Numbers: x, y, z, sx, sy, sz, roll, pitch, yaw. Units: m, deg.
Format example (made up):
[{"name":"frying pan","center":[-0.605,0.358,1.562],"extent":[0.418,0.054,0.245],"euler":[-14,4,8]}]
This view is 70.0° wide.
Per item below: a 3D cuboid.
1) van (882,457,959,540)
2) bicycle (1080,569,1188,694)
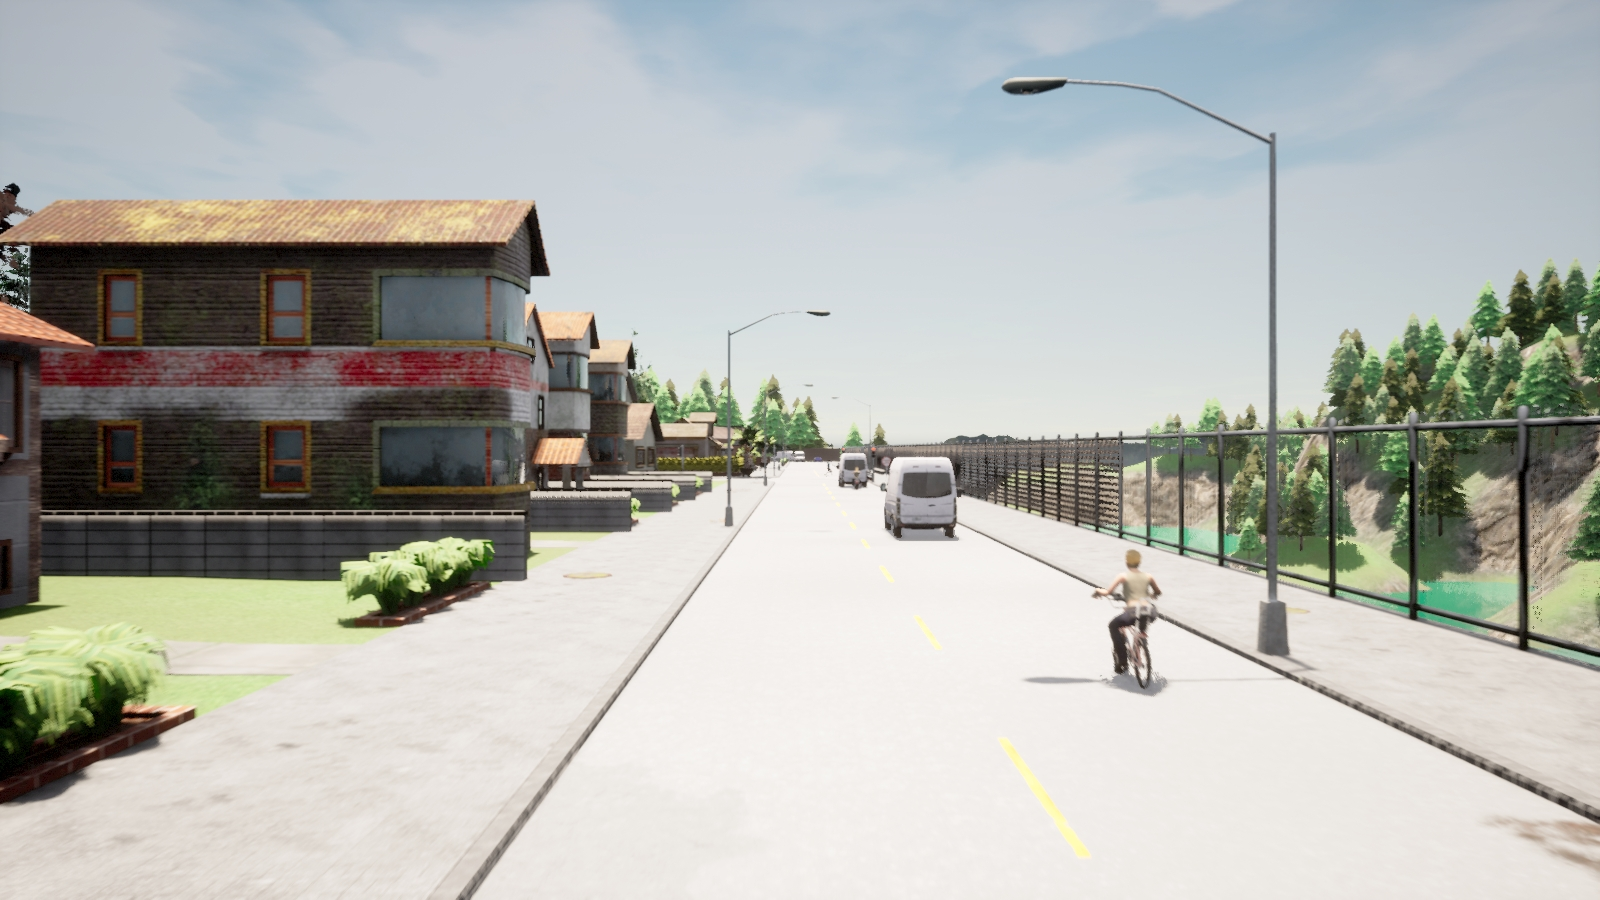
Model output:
[{"name":"van","center":[3.988,1.534,38.816],"extent":[1.988,2.561,5.915],"euler":[0,0,0]},{"name":"bicycle","center":[4.012,2.158,13.847],"extent":[0.859,1.276,1.487],"euler":[0,0,0]}]
